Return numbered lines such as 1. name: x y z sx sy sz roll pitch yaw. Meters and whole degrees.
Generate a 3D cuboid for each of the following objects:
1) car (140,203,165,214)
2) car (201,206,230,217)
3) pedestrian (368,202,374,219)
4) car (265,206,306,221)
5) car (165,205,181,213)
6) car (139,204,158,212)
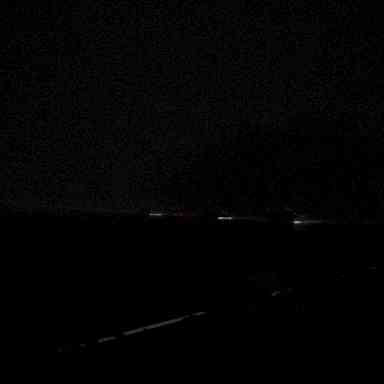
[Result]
1. car: -7.815 3.001 62.437 2.150 2.045 5.566 1 -2 -33
2. car: 3.196 2.646 45.467 1.837 1.490 4.892 1 -2 -34
3. pedestrian: 18.936 1.918 35.302 0.375 1.860 0.375 -2 1 -33
4. car: 9.818 2.259 35.353 1.812 1.442 4.674 1 -2 -33
5. car: -3.881 3.278 62.846 1.812 1.442 4.674 1 -2 -33
6. car: -9.362 3.353 71.223 1.882 1.535 5.008 1 -2 -33
